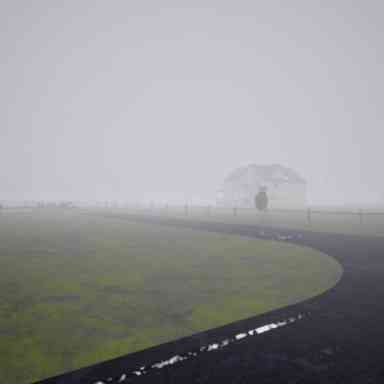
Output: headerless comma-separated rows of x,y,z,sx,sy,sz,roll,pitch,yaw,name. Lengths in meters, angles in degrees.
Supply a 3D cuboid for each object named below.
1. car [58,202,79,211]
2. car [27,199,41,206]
-18.612,2.166,50.095,2.033,1.411,5.357,2,-2,-36,car
-38.510,2.722,81.974,1.994,1.385,4.181,2,-2,-36,car
